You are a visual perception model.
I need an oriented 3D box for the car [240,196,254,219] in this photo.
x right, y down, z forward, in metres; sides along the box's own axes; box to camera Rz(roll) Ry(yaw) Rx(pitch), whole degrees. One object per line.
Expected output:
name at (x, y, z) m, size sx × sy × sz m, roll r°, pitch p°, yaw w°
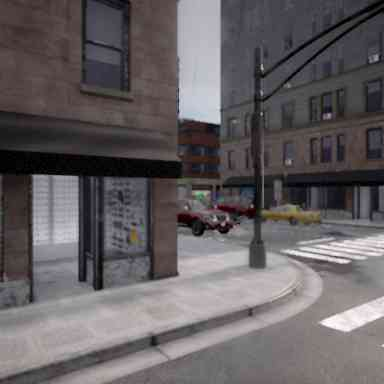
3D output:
car at (3.279, 1.254, 27.452) m, size 2.192 × 1.841 × 5.009 m, roll 0°, pitch 0°, yaw -36°

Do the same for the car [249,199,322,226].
car at (6.480, 1.470, 22.969) m, size 1.752 × 1.417 × 4.829 m, roll 0°, pitch 0°, yaw -36°

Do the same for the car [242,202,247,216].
car at (0.769, 1.484, 21.522) m, size 2.033 × 1.411 × 5.357 m, roll 0°, pitch 0°, yaw -36°

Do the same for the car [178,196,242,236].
car at (0.044, 1.252, 18.173) m, size 2.192 × 1.841 × 5.009 m, roll 0°, pitch 0°, yaw -36°
